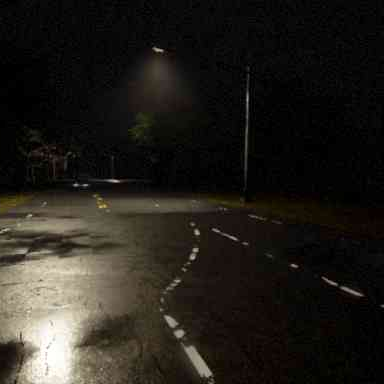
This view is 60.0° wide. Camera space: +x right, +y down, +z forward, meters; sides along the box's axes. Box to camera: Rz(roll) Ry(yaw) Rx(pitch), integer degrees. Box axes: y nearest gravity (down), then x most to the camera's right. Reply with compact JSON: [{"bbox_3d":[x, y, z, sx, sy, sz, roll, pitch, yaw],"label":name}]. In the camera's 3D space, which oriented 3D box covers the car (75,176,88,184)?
[{"bbox_3d":[-20.308,-2.222,61.046,1.882,1.535,5.008,0,3,-13],"label":"car"}]
